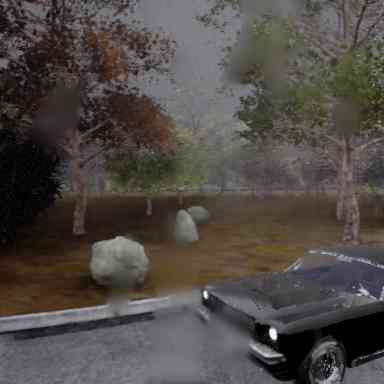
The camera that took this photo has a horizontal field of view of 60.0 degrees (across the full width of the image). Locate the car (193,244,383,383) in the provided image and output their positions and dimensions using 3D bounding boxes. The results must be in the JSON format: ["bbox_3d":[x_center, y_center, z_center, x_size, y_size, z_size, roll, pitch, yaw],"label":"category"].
[{"bbox_3d":[2.433,1.573,5.116,4.718,1.301,1.895,0,0,-27],"label":"car"}]
